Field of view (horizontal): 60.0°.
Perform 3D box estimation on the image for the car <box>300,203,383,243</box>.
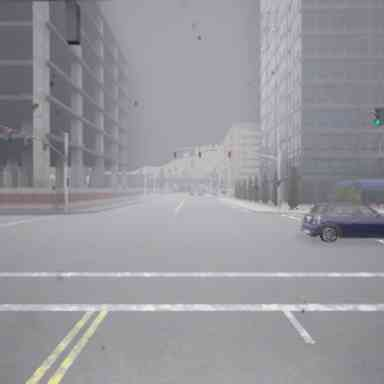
[{"bbox_3d":[7.378,1.271,15.036,4.553,1.767,2.097,0,0,-1],"label":"car"}]
